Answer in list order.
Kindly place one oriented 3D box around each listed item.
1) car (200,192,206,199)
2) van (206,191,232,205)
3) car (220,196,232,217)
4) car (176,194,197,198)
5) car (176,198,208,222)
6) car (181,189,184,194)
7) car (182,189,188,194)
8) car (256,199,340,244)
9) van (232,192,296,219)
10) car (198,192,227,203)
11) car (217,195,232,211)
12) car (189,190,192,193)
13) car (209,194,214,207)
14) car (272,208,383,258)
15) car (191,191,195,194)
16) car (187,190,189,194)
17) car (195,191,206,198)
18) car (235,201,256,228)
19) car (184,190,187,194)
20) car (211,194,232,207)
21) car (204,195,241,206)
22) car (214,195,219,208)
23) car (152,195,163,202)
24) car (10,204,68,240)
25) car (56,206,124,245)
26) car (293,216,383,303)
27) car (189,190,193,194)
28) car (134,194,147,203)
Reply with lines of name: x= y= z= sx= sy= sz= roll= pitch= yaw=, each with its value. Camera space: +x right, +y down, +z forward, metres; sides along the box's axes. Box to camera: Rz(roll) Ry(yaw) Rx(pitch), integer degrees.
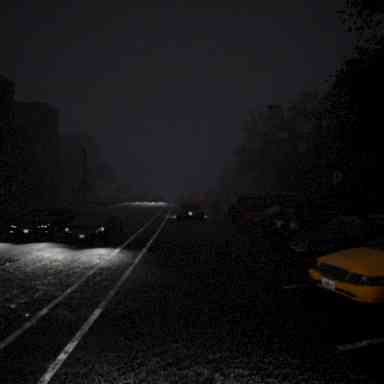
car: x=4.243 y=1.148 z=42.878 sx=5.366 sy=1.575 sz=1.946 roll=1 pitch=1 yaw=-23
van: x=4.450 y=0.955 z=39.935 sx=4.442 sy=1.987 sz=1.878 roll=1 pitch=1 yaw=-23
car: x=5.065 y=1.326 z=25.182 sx=5.008 sy=1.535 sz=2.097 roll=1 pitch=0 yaw=-22
car: x=-0.800 y=1.275 z=42.357 sx=1.895 sy=1.301 sz=4.718 roll=0 pitch=1 yaw=-3
car: x=-0.151 y=1.410 z=24.551 sx=1.994 sy=1.385 sz=4.181 roll=0 pitch=1 yaw=-1
car: x=0.262 y=0.665 z=93.284 sx=4.553 sy=1.767 sz=2.185 roll=0 pitch=1 yaw=-27
car: x=0.738 y=0.806 z=90.409 sx=5.366 sy=1.575 sz=1.946 roll=1 pitch=0 yaw=-27
car: x=5.243 y=1.291 z=13.287 sx=4.553 sy=1.767 sz=2.185 roll=1 pitch=0 yaw=-21
van: x=5.249 y=1.127 z=22.256 sx=4.442 sy=1.987 sz=1.878 roll=1 pitch=0 yaw=-21
car: x=3.510 y=0.894 z=57.771 sx=4.553 sy=1.767 sz=2.185 roll=1 pitch=0 yaw=-24
car: x=5.166 y=1.299 z=28.220 sx=5.366 sy=1.575 sz=1.946 roll=1 pitch=0 yaw=-22
car: x=2.338 y=0.785 z=72.580 sx=4.553 sy=1.767 sz=2.185 roll=1 pitch=0 yaw=-25
car: x=4.678 y=1.252 z=37.018 sx=4.674 sy=1.452 sz=2.002 roll=1 pitch=0 yaw=-23
car: x=5.299 y=1.437 z=10.325 sx=4.892 sy=1.521 sz=2.231 roll=1 pitch=1 yaw=-20
car: x=2.844 y=0.981 z=66.655 sx=4.792 sy=1.488 sz=2.163 roll=1 pitch=1 yaw=-25
car: x=2.107 y=0.892 z=75.545 sx=5.008 sy=1.535 sz=2.097 roll=1 pitch=1 yaw=-26
car: x=3.954 y=0.819 z=51.864 sx=5.566 sy=2.045 sz=2.435 roll=1 pitch=0 yaw=-24
car: x=5.196 y=1.415 z=19.239 sx=4.674 sy=1.452 sz=2.002 roll=1 pitch=1 yaw=-21
car: x=1.227 y=0.840 z=84.414 sx=5.008 sy=1.535 sz=2.097 roll=1 pitch=1 yaw=-26
car: x=4.773 y=1.282 z=34.065 sx=4.674 sy=1.452 sz=2.002 roll=0 pitch=1 yaw=-22
car: x=4.265 y=1.164 z=45.919 sx=4.674 sy=1.452 sz=2.002 roll=1 pitch=1 yaw=-23
car: x=4.891 y=1.312 z=31.120 sx=4.674 sy=1.452 sz=2.002 roll=1 pitch=0 yaw=-22
car: x=-6.037 y=1.141 z=58.253 sx=1.895 sy=1.301 sz=4.718 roll=0 pitch=0 yaw=-3
car: x=-7.142 y=1.414 z=16.657 sx=1.837 sy=1.490 sz=4.892 roll=0 pitch=0 yaw=-1
car: x=-4.323 y=1.444 z=15.296 sx=1.812 sy=1.442 sz=4.674 roll=0 pitch=0 yaw=-1
car: x=5.129 y=1.448 z=7.288 sx=5.366 sy=1.575 sz=1.946 roll=1 pitch=1 yaw=-20
car: x=2.620 y=0.931 z=69.630 sx=5.008 sy=1.535 sz=2.097 roll=1 pitch=0 yaw=-25
car: x=-8.840 y=1.109 z=57.959 sx=1.994 sy=1.385 sz=4.181 roll=0 pitch=1 yaw=-4
